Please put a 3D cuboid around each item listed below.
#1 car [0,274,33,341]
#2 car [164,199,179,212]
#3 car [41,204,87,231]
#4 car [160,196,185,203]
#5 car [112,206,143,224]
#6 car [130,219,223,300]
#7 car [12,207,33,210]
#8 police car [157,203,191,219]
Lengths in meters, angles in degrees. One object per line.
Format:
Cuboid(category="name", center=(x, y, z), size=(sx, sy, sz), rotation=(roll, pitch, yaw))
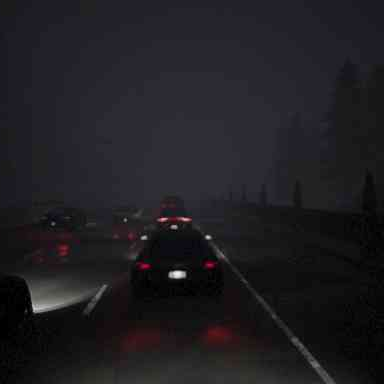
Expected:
Cuboid(category="car", center=(-3.666, 1.590, 4.018), size=(1.994, 1.385, 4.181), rotation=(0, 0, -2))
Cuboid(category="car", center=(-2.627, 1.711, 43.157), size=(1.801, 1.575, 5.366), rotation=(0, 0, -4))
Cuboid(category="car", center=(-8.195, 1.658, 21.569), size=(1.812, 1.442, 4.674), rotation=(0, 0, -4))
Cuboid(category="car", center=(-1.790, 1.401, 30.709), size=(2.150, 2.045, 5.566), rotation=(0, -1, -4))
Cuboid(category="car", center=(-5.007, 1.759, 26.399), size=(1.895, 1.301, 4.718), rotation=(0, 0, -4))
Cuboid(category="car", center=(-0.398, 1.615, 8.573), size=(1.994, 1.385, 4.181), rotation=(0, 0, -3))
Cuboid(category="car", center=(-24.191, 1.844, 48.014), size=(2.033, 1.411, 5.357), rotation=(0, 0, -4))
Cuboid(category="police car", center=(-1.047, 1.619, 19.386), size=(2.038, 1.542, 4.974), rotation=(0, 0, -4))
